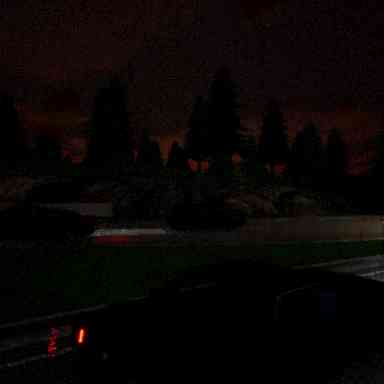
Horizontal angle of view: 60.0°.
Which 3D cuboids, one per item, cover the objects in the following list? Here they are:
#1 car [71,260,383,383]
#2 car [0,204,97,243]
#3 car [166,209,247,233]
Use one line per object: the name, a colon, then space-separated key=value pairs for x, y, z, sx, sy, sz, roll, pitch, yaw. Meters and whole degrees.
car: x=1.043 y=1.627 z=4.433 sx=4.718 sy=1.301 sz=1.895 roll=1 pitch=0 yaw=-36
car: x=-7.113 y=1.507 z=15.722 sx=5.008 sy=1.535 sz=1.882 roll=0 pitch=0 yaw=-7
car: x=0.785 y=1.699 z=20.245 sx=4.718 sy=1.301 sz=1.895 roll=0 pitch=0 yaw=-10
